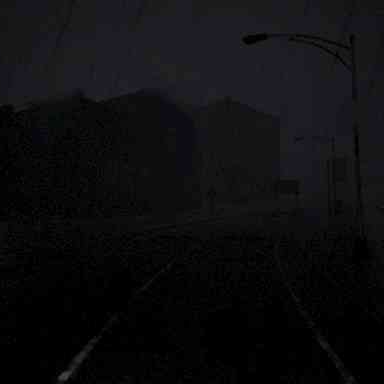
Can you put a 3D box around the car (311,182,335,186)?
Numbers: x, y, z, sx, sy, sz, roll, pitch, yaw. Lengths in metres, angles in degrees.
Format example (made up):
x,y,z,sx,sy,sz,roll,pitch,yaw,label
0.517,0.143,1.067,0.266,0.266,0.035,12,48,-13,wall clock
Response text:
x,y,z,sx,sy,sz,roll,pitch,yaw,label
32.479,-1.814,83.713,4.892,1.521,2.231,0,-5,-1,car

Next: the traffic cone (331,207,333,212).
x,y,z,sx,sy,sz,roll,pitch,yaw,label
17.489,2.147,41.627,0.340,0.580,0.340,-4,-3,37,traffic cone

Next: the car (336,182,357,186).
x,y,z,sx,sy,sz,roll,pitch,yaw,label
37.996,-1.817,83.862,4.892,1.521,2.231,0,-5,-2,car

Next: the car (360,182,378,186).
x,y,z,sx,sy,sz,roll,pitch,yaw,label
43.539,-1.754,84.110,4.674,1.452,2.002,0,-5,-3,car

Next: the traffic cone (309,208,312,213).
x,y,z,sx,sy,sz,roll,pitch,yaw,label
14.686,2.255,41.262,0.340,0.580,0.340,-4,-3,38,traffic cone

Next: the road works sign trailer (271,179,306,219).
x,y,z,sx,sy,sz,roll,pitch,yaw,label
9.085,0.640,31.644,2.380,3.560,2.880,-2,-1,38,road works sign trailer

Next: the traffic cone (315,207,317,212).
x,y,z,sx,sy,sz,roll,pitch,yaw,label
15.910,2.271,42.844,0.340,0.580,0.340,-4,-3,38,traffic cone

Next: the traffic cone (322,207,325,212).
x,y,z,sx,sy,sz,roll,pitch,yaw,label
16.701,2.209,42.237,0.340,0.580,0.340,-4,-3,37,traffic cone
